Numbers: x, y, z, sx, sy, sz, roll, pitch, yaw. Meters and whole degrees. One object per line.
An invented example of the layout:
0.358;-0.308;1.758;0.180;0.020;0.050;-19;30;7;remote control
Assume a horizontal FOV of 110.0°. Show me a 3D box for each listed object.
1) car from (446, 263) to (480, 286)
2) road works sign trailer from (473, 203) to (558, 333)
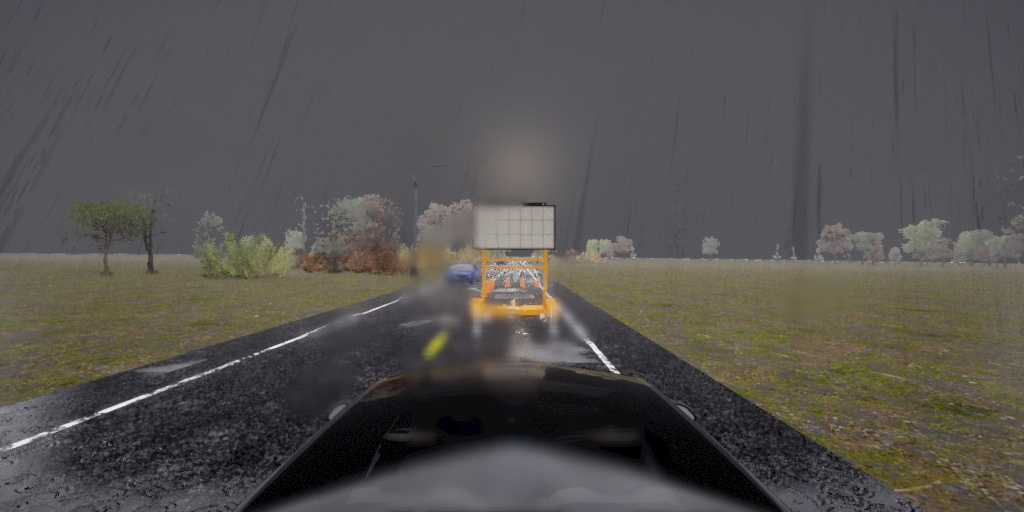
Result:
-3.377;1.240;25.348;1.882;1.535;5.008;0;0;1;car
0.087;0.218;10.749;2.380;3.560;2.880;0;0;0;road works sign trailer
